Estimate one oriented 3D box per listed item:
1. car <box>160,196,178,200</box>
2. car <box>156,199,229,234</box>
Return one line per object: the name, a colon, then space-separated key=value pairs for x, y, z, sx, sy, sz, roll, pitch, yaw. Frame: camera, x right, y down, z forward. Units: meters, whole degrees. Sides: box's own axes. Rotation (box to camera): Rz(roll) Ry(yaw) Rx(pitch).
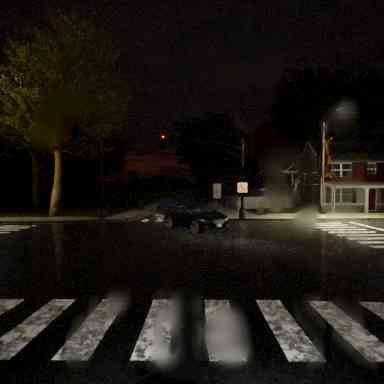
car: x=-2.965 y=1.444 z=38.000 sx=1.882 sy=1.535 sz=5.008 roll=0 pitch=0 yaw=0
car: x=0.115 y=1.414 z=18.812 sx=2.128 sy=1.511 sz=4.902 roll=-2 pitch=1 yaw=-31
